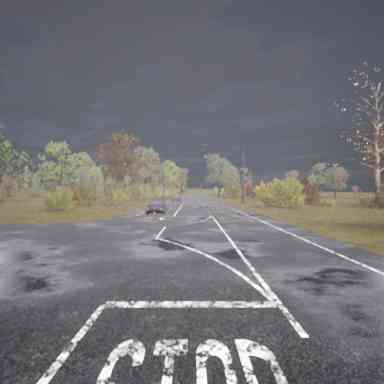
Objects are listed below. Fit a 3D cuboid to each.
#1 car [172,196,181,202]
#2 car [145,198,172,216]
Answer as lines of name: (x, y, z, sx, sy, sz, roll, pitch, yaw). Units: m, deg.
car: (-3.434, 1.459, 71.618, 1.994, 1.385, 4.181, 0, 0, 0)
car: (-3.423, 1.523, 32.987, 2.033, 1.411, 5.357, 0, 0, 0)
